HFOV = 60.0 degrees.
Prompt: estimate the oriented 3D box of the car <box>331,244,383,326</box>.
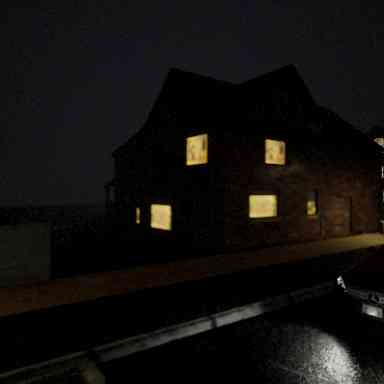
[{"bbox_3d":[4.608,1.517,6.349,4.674,1.442,1.812,0,0,-35],"label":"car"}]
